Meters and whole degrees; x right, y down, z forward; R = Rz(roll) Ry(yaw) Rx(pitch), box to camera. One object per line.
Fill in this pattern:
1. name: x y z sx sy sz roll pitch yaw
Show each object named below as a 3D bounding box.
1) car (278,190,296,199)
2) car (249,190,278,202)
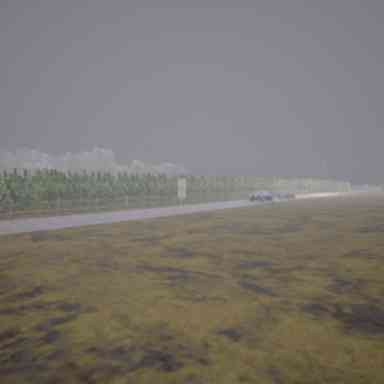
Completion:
1. car: 15.836 0.412 55.716 2.128 1.511 4.902 1 2 36
2. car: 9.977 0.504 47.450 2.097 1.767 4.553 1 2 36
